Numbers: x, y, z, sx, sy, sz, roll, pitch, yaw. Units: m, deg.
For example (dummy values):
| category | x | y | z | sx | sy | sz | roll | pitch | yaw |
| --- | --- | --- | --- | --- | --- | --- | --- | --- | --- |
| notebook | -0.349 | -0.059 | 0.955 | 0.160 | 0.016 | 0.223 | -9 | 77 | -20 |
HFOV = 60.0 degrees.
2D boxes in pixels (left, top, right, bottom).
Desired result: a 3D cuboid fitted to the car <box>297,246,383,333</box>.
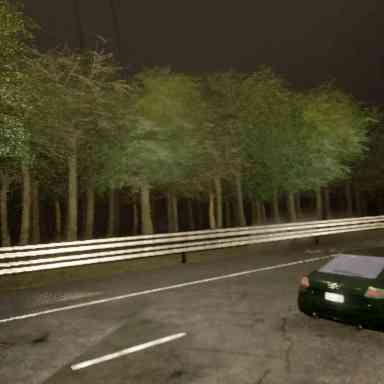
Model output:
| category | x | y | z | sx | sy | sz | roll | pitch | yaw |
| --- | --- | --- | --- | --- | --- | --- | --- | --- | --- |
| car | 4.155 | 1.855 | 7.120 | 4.181 | 1.385 | 1.994 | 0 | -4 | -36 |
